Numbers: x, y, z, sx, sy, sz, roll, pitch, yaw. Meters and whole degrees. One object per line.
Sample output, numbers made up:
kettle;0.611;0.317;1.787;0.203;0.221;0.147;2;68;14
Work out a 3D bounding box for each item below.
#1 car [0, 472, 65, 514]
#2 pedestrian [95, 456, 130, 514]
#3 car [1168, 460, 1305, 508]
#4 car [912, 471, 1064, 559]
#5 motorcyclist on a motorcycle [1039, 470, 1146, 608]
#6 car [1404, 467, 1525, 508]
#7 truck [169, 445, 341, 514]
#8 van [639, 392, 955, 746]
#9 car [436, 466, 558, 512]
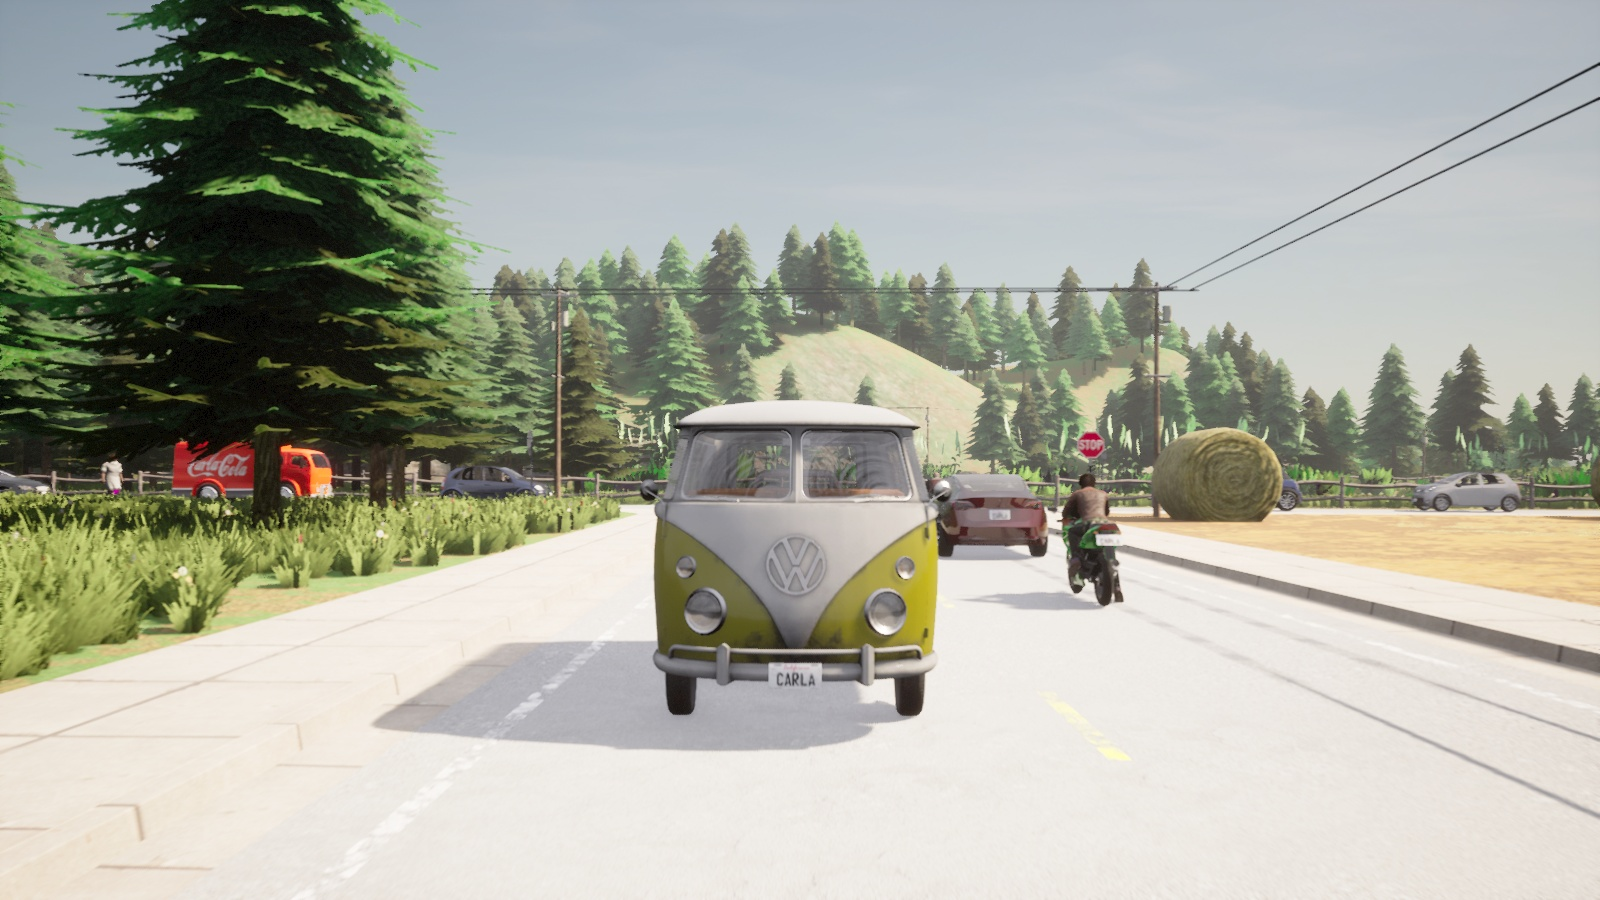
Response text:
car;-30.361;1.568;46.654;4.902;1.511;2.128;0;-1;1
pedestrian;-23.286;1.175;42.551;0.873;1.952;0.659;-1;-1;26
car;16.711;1.300;48.287;4.553;1.767;2.097;0;-1;3
car;3.443;1.162;23.999;2.163;1.488;4.792;0;-1;0
motorcyclist on a motorcycle;3.464;1.009;15.059;0.797;1.523;2.044;0;-1;0
car;25.295;1.415;47.888;3.633;1.501;1.845;0;-1;3
truck;-20.068;1.075;46.464;5.204;2.467;2.627;0;-1;2
van;-0.023;0.707;9.310;1.775;1.987;4.442;0;-1;0
car;-11.081;1.418;46.066;3.988;1.617;1.851;0;-1;3
